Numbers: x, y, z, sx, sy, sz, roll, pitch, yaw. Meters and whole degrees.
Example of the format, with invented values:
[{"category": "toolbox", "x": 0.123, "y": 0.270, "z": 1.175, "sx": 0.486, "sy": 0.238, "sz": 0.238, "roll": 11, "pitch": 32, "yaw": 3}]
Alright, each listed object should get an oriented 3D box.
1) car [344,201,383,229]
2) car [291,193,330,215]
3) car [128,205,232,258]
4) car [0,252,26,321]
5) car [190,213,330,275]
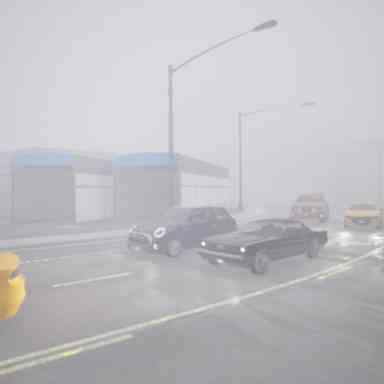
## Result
[{"category": "car", "x": 10.603, "y": 1.331, "z": 20.511, "sx": 1.882, "sy": 1.535, "sz": 5.008, "roll": -1, "pitch": 0, "yaw": 30}, {"category": "car", "x": 8.671, "y": 1.087, "z": 24.069, "sx": 2.150, "sy": 2.045, "sz": 5.566, "roll": -1, "pitch": 0, "yaw": 27}, {"category": "car", "x": -0.237, "y": 1.330, "z": 12.920, "sx": 4.553, "sy": 1.767, "sz": 2.097, "roll": -1, "pitch": 0, "yaw": -43}, {"category": "car", "x": -5.140, "y": 1.523, "z": 4.671, "sx": 5.008, "sy": 1.535, "sz": 1.882, "roll": 0, "pitch": 0, "yaw": -36}, {"category": "car", "x": 2.402, "y": 1.558, "z": 10.563, "sx": 4.718, "sy": 1.301, "sz": 1.895, "roll": -1, "pitch": 0, "yaw": -42}]
